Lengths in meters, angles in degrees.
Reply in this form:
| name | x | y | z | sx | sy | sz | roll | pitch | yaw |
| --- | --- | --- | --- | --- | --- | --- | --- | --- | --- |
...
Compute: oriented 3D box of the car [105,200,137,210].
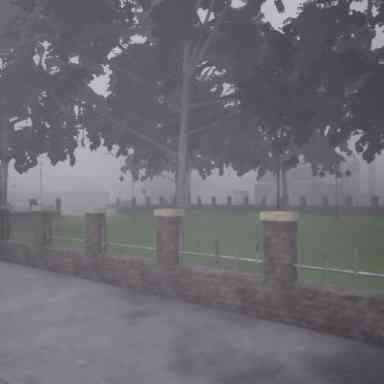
| name | x | y | z | sx | sy | sz | roll | pitch | yaw |
| --- | --- | --- | --- | --- | --- | --- | --- | --- | --- |
| car | -10.945 | 1.969 | 51.663 | 2.033 | 1.411 | 5.357 | -1 | 0 | 36 |
